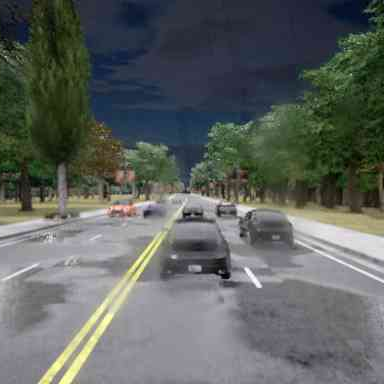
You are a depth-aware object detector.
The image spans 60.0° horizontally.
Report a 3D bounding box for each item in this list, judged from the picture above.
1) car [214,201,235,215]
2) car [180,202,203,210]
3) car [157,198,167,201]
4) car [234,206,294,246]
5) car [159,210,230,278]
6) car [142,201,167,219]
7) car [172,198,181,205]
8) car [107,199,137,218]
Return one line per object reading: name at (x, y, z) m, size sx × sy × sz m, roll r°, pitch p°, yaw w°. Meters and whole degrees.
car at (3.328, 1.647, 33.103) m, size 2.128 × 1.511 × 4.902 m, roll 0°, pitch 0°, yaw 0°
car at (0.079, 1.747, 31.612) m, size 1.895 × 1.301 × 4.718 m, roll 0°, pitch 0°, yaw 0°
car at (-6.542, 2.047, 72.799) m, size 1.895 × 1.301 × 4.718 m, roll 0°, pitch 0°, yaw 0°
car at (3.337, 1.562, 15.633) m, size 1.837 × 1.490 × 4.892 m, roll 0°, pitch 0°, yaw 0°
car at (0.078, 1.541, 10.230) m, size 1.837 × 1.490 × 4.892 m, roll 0°, pitch 0°, yaw 0°
car at (-3.366, 1.741, 30.636) m, size 1.895 × 1.301 × 4.718 m, roll 0°, pitch 0°, yaw 0°
car at (-3.292, 1.973, 72.418) m, size 1.812 × 1.442 × 4.674 m, roll 0°, pitch 0°, yaw 0°
car at (-6.616, 1.499, 31.782) m, size 2.097 × 1.767 × 4.553 m, roll 0°, pitch 0°, yaw 0°
